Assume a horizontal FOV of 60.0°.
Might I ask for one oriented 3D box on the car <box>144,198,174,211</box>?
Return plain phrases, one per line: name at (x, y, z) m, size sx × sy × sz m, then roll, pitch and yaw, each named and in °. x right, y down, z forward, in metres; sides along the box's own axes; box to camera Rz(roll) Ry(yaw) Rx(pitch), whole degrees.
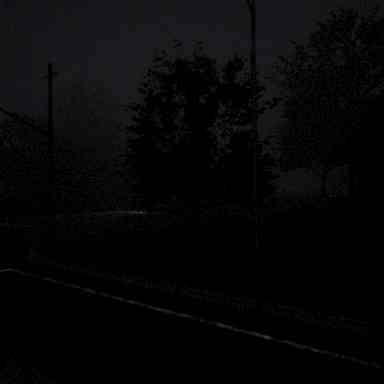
car at (-4.182, 1.522, 40.649) m, size 1.812 × 1.442 × 4.674 m, roll -1°, pitch 2°, yaw 38°
